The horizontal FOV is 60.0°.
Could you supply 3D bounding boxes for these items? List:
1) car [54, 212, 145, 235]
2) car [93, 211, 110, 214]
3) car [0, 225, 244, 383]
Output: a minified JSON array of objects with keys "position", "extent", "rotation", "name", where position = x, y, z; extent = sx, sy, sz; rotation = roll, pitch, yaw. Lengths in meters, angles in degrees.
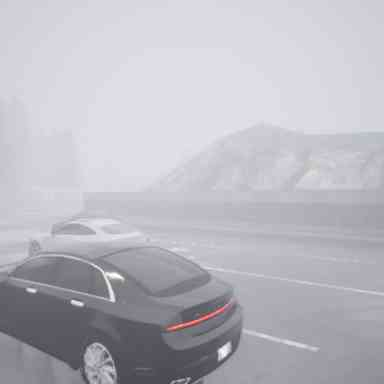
[{"position":[-3.330,1.575,10.668],"extent":[4.674,1.442,1.812],"rotation":[0,0,36],"name":"car"},{"position":[-4.910,1.639,16.094],"extent":[4.181,1.385,1.994],"rotation":[0,0,35],"name":"car"},{"position":[-1.606,1.530,5.138],"extent":[4.892,1.490,1.837],"rotation":[0,0,36],"name":"car"}]
